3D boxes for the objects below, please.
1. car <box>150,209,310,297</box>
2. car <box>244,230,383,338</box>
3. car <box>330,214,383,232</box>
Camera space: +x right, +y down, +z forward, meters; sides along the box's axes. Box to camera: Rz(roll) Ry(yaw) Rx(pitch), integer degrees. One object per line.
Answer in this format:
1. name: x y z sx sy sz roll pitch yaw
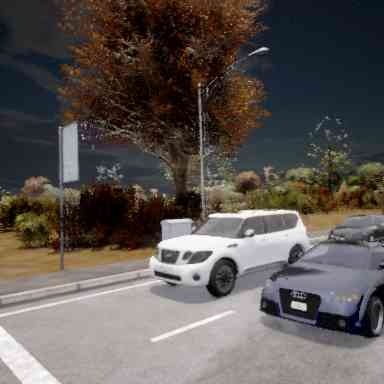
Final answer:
1. car: 1.426 1.596 10.080 5.566 2.045 2.150 0 -3 -41
2. car: 3.280 1.765 7.046 4.181 1.385 1.994 0 -3 -43
3. car: 8.608 1.926 16.759 4.892 1.490 1.837 0 -3 -43
